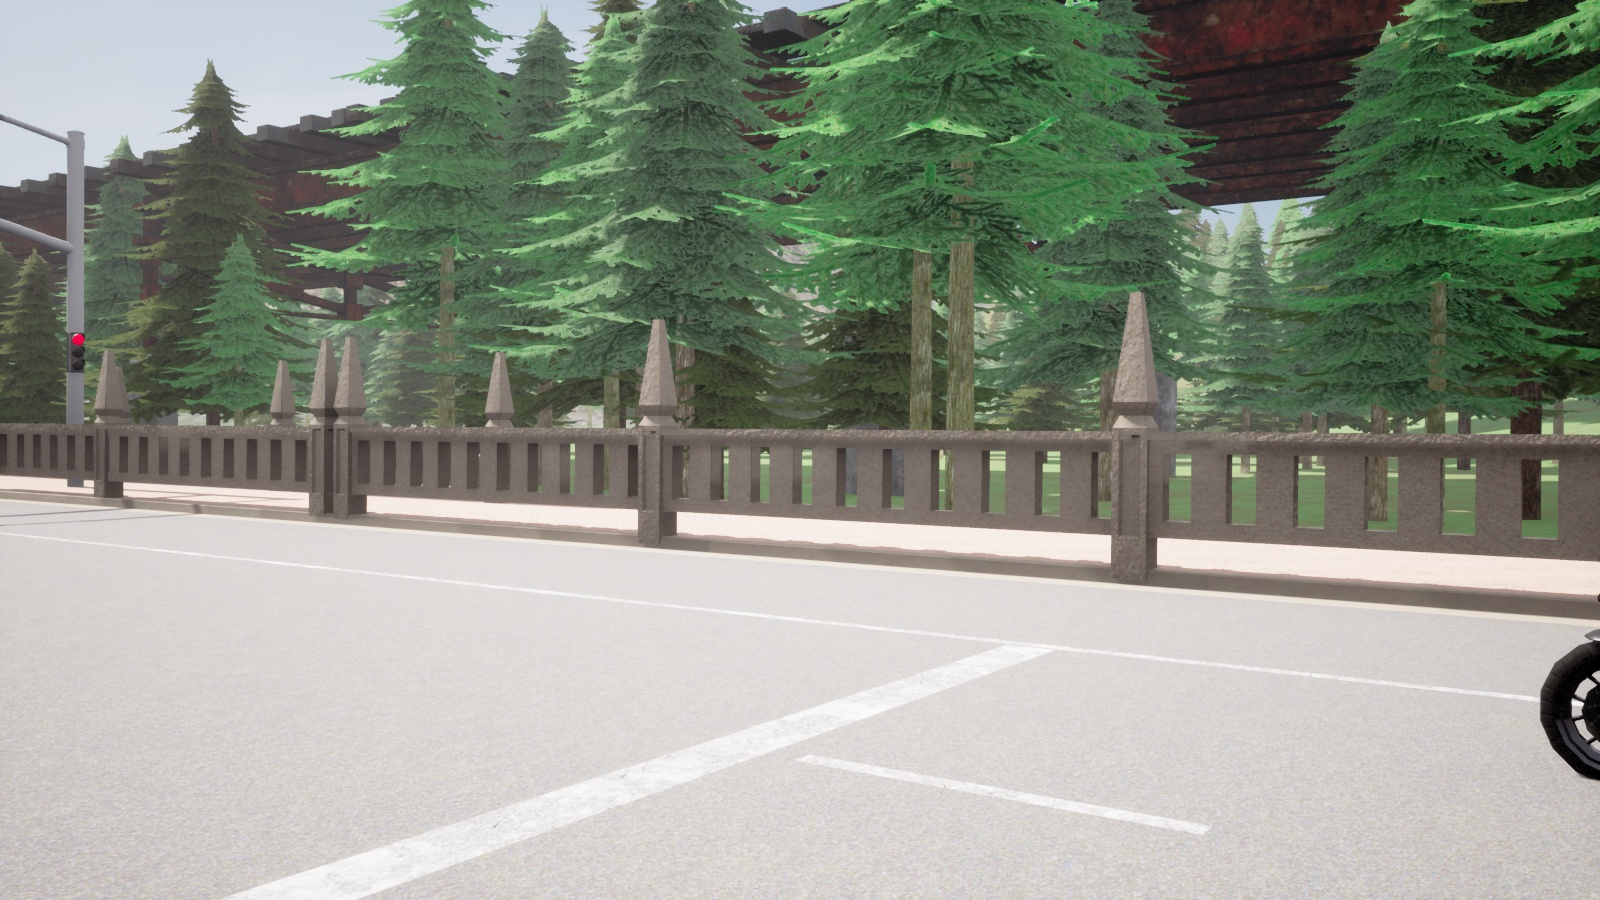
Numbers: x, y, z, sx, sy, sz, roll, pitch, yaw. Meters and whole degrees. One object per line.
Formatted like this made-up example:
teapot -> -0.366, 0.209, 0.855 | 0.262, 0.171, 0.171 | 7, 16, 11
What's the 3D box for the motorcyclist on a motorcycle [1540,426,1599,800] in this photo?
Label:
motorcyclist on a motorcycle -> 4.247, 0.660, 5.004 | 2.191, 1.530, 0.866 | 0, 1, 34
